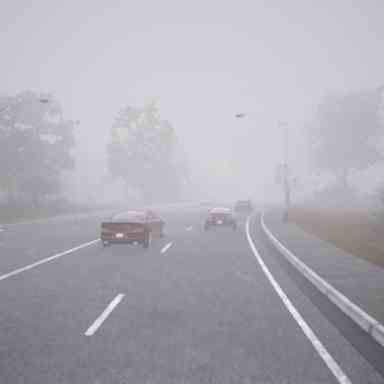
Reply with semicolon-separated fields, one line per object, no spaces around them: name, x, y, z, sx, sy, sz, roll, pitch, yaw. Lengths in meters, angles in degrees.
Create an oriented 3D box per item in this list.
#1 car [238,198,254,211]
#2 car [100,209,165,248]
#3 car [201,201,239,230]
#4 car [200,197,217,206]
car;6.511;1.530;41.092;2.128;1.511;4.902;0;0;17
car;-2.455;1.473;14.872;1.882;1.535;5.008;0;0;6
car;1.905;1.539;21.123;1.812;1.442;4.674;0;0;9
car;2.697;1.564;52.700;2.033;1.411;5.357;0;0;16
